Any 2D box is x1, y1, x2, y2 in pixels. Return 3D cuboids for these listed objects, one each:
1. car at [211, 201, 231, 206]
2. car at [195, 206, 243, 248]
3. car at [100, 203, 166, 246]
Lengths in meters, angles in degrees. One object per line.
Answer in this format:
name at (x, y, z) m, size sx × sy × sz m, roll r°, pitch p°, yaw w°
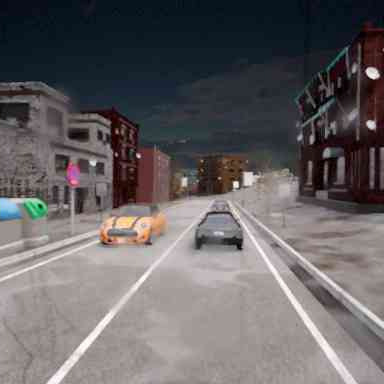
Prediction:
car at (2.759, 1.537, 32.377) m, size 2.033 × 1.411 × 5.357 m, roll 0°, pitch 0°, yaw 5°
car at (1.195, 1.560, 14.766) m, size 1.994 × 1.385 × 4.181 m, roll 0°, pitch 0°, yaw 5°
car at (-2.518, 1.319, 15.138) m, size 2.097 × 1.767 × 4.553 m, roll 0°, pitch 0°, yaw 5°
